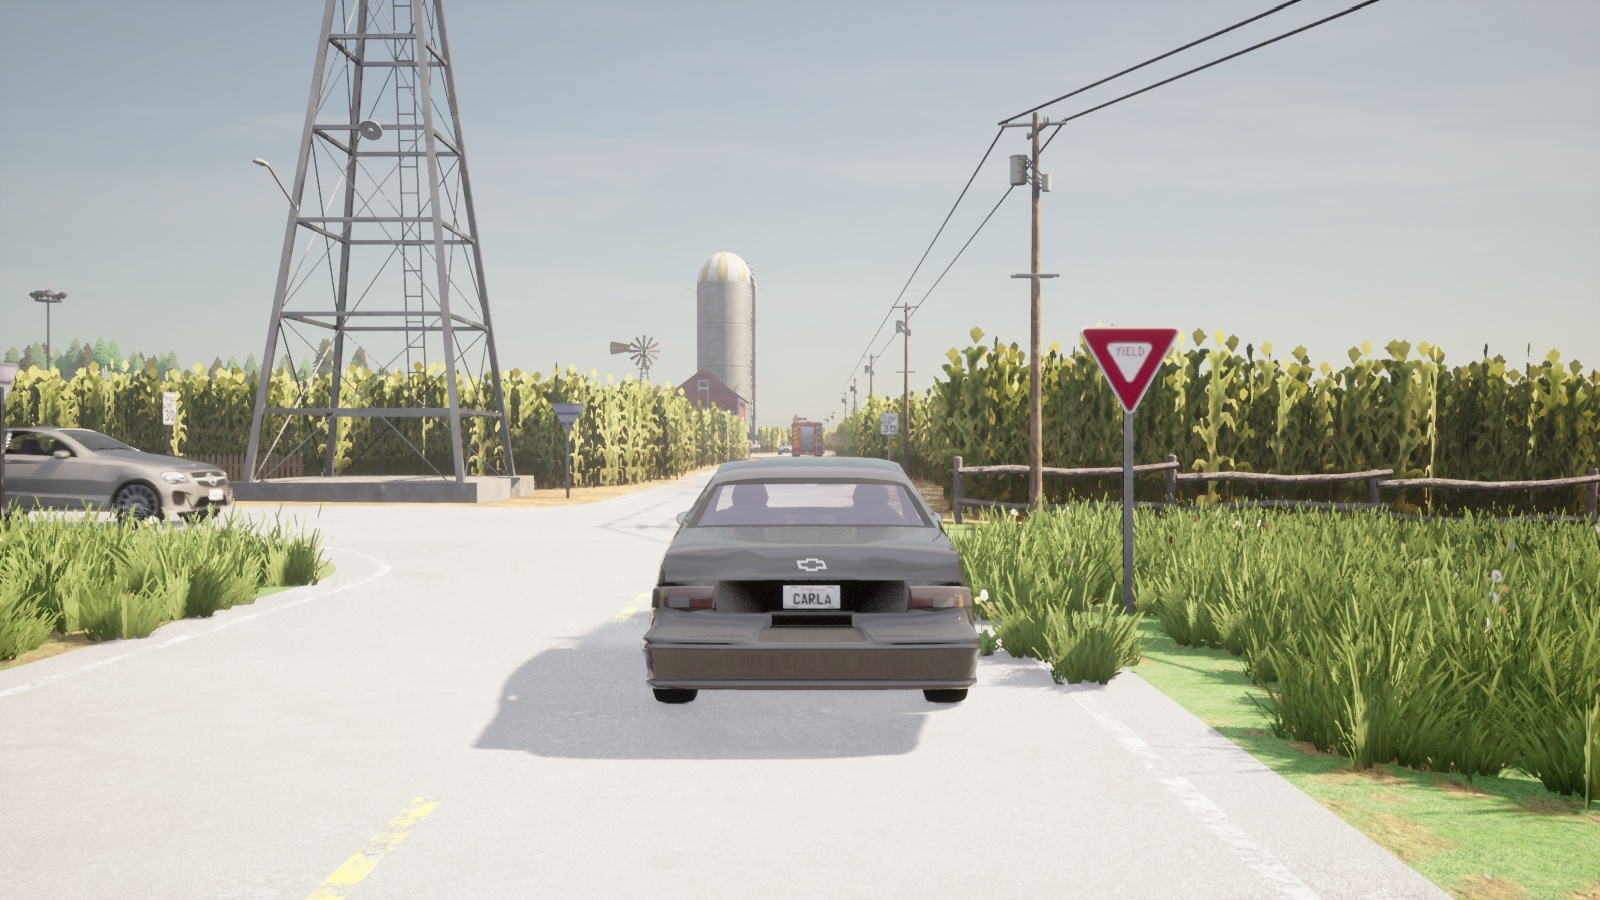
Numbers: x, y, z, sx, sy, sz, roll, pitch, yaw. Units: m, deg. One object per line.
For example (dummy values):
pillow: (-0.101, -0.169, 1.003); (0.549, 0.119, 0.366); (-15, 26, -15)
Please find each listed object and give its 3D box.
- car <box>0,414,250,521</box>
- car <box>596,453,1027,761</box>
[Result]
car: (-11.975, 0.260, 20.537); (5.027, 1.651, 2.152); (0, 0, 1)
car: (0.064, 0.745, 8.602); (2.033, 1.411, 5.357); (0, 0, 0)
